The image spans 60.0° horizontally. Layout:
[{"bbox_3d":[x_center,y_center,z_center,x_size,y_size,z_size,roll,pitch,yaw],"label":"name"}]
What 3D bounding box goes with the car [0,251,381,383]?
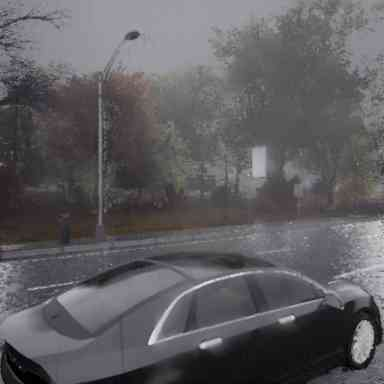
[{"bbox_3d":[0.422,1.502,4.051,4.892,1.490,1.837,0,0,-36],"label":"car"}]
